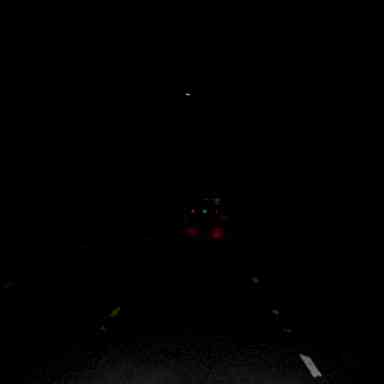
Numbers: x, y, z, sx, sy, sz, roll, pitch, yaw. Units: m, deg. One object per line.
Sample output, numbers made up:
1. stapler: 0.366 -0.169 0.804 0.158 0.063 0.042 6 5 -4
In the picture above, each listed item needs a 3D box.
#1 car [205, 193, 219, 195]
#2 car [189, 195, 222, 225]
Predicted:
1. car: 2.546 1.156 41.986 2.150 2.045 5.566 0 0 6
2. car: 0.987 1.326 24.247 2.097 1.767 4.553 0 0 4
